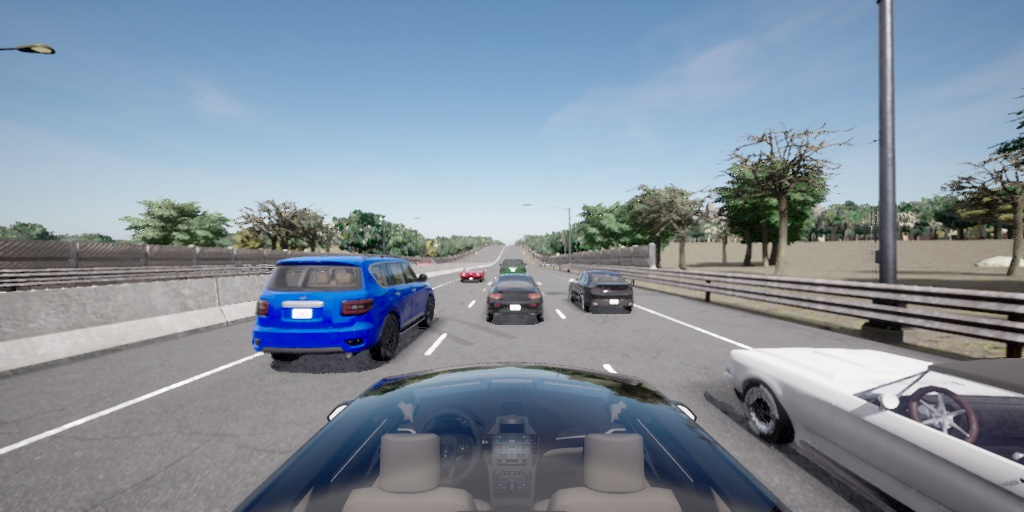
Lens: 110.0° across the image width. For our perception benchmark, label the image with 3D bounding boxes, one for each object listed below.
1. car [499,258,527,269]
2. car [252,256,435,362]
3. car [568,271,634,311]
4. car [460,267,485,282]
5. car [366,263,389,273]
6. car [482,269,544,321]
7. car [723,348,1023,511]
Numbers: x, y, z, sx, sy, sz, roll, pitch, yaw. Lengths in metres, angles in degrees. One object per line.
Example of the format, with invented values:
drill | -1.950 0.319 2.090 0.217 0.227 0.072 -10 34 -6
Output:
car | 0.077 1.223 30.442 2.150 2.045 5.566 0 0 0
car | -3.406 1.023 8.498 2.150 2.045 5.566 0 0 0
car | 3.589 1.356 15.042 1.837 1.490 4.892 0 0 0
car | -3.429 1.620 32.206 1.895 1.301 4.718 0 -1 0
car | -21.081 1.864 56.379 1.837 1.490 4.892 0 -1 0
car | 0.092 1.356 12.764 1.812 1.442 4.674 0 0 0
car | 3.597 1.356 2.374 1.895 1.301 4.718 0 0 0
